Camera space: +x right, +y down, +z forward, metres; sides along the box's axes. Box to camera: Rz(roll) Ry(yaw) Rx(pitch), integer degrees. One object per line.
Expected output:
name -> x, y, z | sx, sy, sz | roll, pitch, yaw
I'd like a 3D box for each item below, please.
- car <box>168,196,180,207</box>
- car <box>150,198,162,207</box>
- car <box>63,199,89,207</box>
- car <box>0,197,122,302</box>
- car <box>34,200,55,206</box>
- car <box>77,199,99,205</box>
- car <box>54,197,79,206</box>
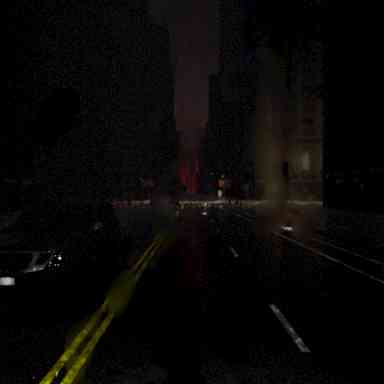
car -> -3.245, 1.888, 60.087 | 1.812, 1.442, 4.674 | 0, -1, 0
car -> -6.495, 1.840, 60.047 | 1.882, 1.535, 5.008 | 0, -1, 0
car -> -23.834, 2.250, 68.520 | 4.829, 1.417, 1.752 | -1, 1, 0
car -> -3.349, 1.281, 8.785 | 2.150, 2.045, 5.566 | 0, 0, 0
car -> -34.146, 2.460, 77.083 | 4.206, 1.307, 1.802 | -1, 1, 0
car -> -23.973, 2.284, 77.048 | 4.507, 1.381, 1.887 | -1, 1, 0
car -> -29.063, 2.124, 77.063 | 5.009, 1.841, 2.192 | -1, 1, 0
